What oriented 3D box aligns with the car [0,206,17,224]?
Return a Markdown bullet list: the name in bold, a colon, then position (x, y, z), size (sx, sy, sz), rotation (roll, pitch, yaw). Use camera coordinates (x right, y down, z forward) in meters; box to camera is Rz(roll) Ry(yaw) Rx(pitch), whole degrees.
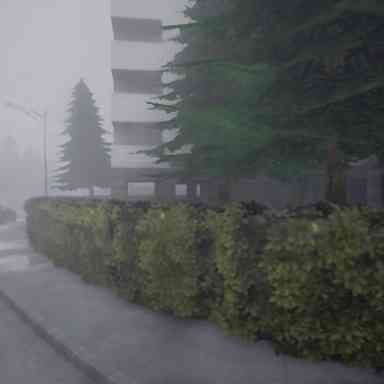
- **car**: position (-15.458, 1.779, 26.458), size (1.994, 1.385, 4.181), rotation (0, 0, -12)
